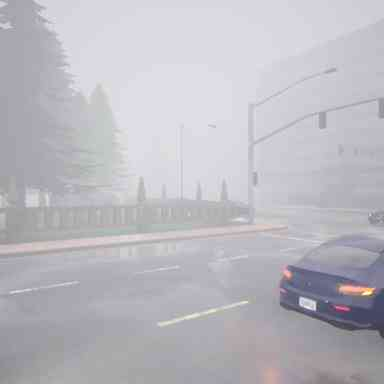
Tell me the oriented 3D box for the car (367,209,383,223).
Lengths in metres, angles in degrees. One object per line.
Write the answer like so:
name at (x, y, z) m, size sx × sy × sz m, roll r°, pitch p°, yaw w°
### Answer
car at (13.814, 1.579, 22.389) m, size 4.718 × 1.301 × 1.895 m, roll 0°, pitch 0°, yaw -35°

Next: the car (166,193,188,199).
car at (-1.290, 1.296, 39.328) m, size 2.097 × 1.767 × 4.553 m, roll 0°, pitch 0°, yaw -26°

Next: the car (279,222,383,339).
car at (3.638, 1.526, 6.363) m, size 4.674 × 1.442 × 1.812 m, roll 0°, pitch 0°, yaw -35°

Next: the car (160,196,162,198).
car at (-4.859, 1.168, 69.391) m, size 2.150 × 2.045 × 5.566 m, roll 0°, pitch 0°, yaw 14°

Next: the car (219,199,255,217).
car at (3.735, 1.422, 30.820) m, size 1.882 × 1.535 × 5.008 m, roll 0°, pitch 0°, yaw -32°
